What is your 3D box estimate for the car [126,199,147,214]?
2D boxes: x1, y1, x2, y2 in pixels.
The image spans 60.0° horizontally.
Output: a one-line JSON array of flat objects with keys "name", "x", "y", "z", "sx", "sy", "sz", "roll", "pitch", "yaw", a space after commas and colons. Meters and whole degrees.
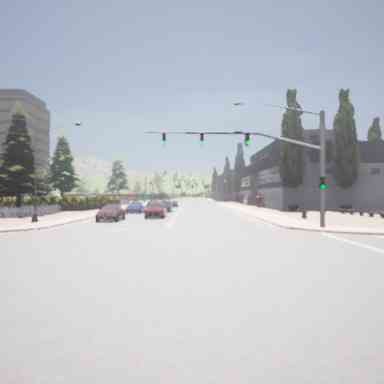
[{"name": "car", "x": -7.102, "y": 1.949, "z": 42.099, "sx": 1.812, "sy": 1.442, "sz": 4.674, "roll": 0, "pitch": -1, "yaw": 0}]

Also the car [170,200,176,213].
[{"name": "car", "x": -3.604, "y": 1.954, "z": 44.631, "sx": 1.837, "sy": 1.490, "sz": 4.892, "roll": 0, "pitch": -1, "yaw": 0}]

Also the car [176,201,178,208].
[{"name": "car", "x": -3.535, "y": 2.179, "z": 61.308, "sx": 1.994, "sy": 1.385, "sz": 4.181, "roll": 0, "pitch": -1, "yaw": 1}]

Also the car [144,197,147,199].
[{"name": "car", "x": -7.035, "y": 2.105, "z": 61.013, "sx": 2.128, "sy": 1.511, "sz": 4.902, "roll": 0, "pitch": -1, "yaw": 1}]

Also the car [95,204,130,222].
[{"name": "car", "x": -7.107, "y": 1.822, "z": 29.465, "sx": 1.812, "sy": 1.442, "sz": 4.674, "roll": 0, "pitch": -1, "yaw": 0}]

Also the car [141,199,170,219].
[{"name": "car", "x": -3.606, "y": 1.814, "z": 33.453, "sx": 1.882, "sy": 1.535, "sz": 5.008, "roll": 0, "pitch": -1, "yaw": 0}]
